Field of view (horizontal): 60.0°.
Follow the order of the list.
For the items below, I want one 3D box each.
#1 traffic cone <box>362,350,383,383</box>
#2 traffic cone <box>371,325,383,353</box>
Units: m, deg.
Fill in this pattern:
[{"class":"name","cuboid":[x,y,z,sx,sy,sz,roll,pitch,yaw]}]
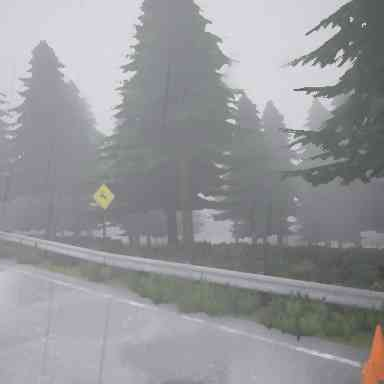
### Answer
[{"class":"traffic cone","cuboid":[1.773,1.956,3.294,0.340,0.580,0.340,0,0,34]},{"class":"traffic cone","cuboid":[2.320,1.956,4.128,0.340,0.580,0.340,0,0,34]}]
